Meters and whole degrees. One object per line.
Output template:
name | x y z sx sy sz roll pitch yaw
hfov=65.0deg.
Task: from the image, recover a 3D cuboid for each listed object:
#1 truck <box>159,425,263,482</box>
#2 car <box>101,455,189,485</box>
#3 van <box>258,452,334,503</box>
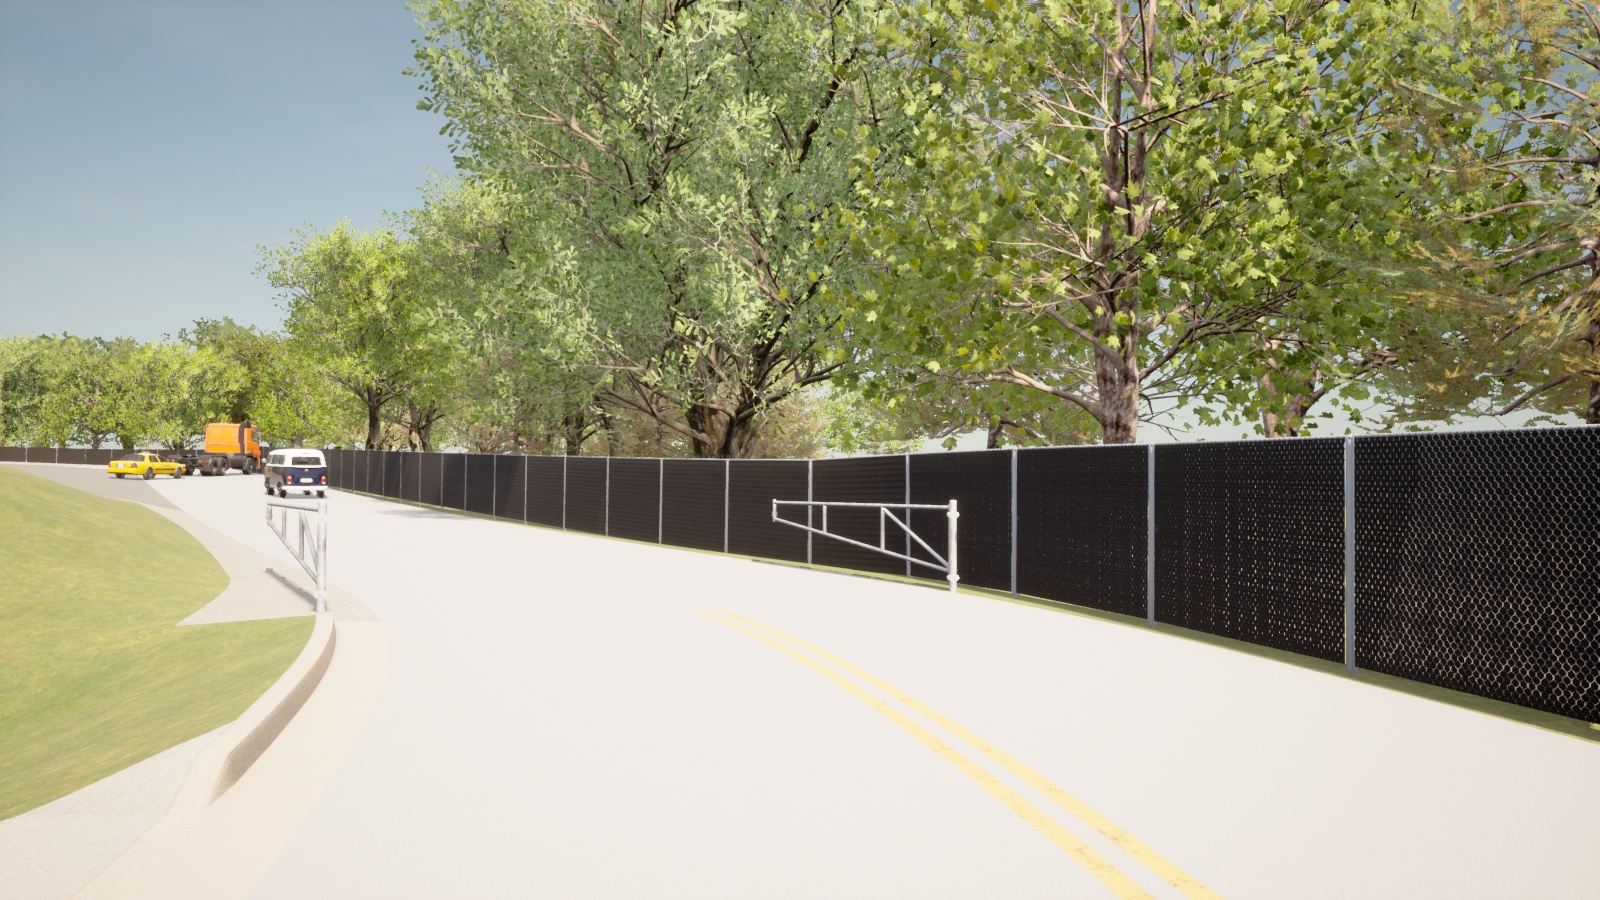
truck | -37.826 0.208 80.948 2.891 3.462 7.936 1 0 0
car | -36.675 1.126 70.474 1.801 1.575 5.366 1 0 4
van | -21.359 1.123 53.116 2.069 2.038 4.480 1 0 -34
